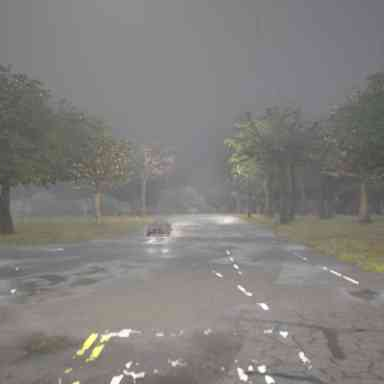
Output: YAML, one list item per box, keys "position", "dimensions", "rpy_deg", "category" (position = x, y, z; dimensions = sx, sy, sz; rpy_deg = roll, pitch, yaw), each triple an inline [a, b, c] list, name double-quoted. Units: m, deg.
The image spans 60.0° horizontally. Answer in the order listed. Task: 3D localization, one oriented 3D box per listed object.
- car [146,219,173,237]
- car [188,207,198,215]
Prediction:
- position: [-2.818, 3.154, 29.700]
  dimensions: [1.994, 1.385, 4.181]
  rpy_deg: [-1, -2, 2]
  category: "car"
- position: [0.285, 5.039, 87.468]
  dimensions: [2.150, 2.045, 5.566]
  rpy_deg: [-1, -3, 8]
  category: "car"
